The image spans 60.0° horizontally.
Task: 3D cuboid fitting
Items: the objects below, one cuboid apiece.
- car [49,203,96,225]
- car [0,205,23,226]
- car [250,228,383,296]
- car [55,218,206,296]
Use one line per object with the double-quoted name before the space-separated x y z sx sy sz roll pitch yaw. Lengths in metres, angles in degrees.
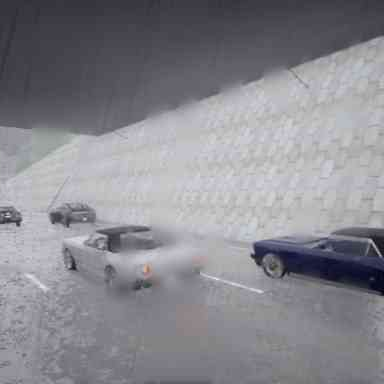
"car" -8.042 1.474 22.176 2.128 1.511 4.902 -1 1 -38
"car" -13.185 1.625 23.034 2.033 1.411 5.357 -1 1 -38
"car" 3.603 1.464 7.459 1.895 1.301 4.718 -1 1 -38
"car" -1.827 1.563 8.683 1.895 1.301 4.718 -1 1 -38
